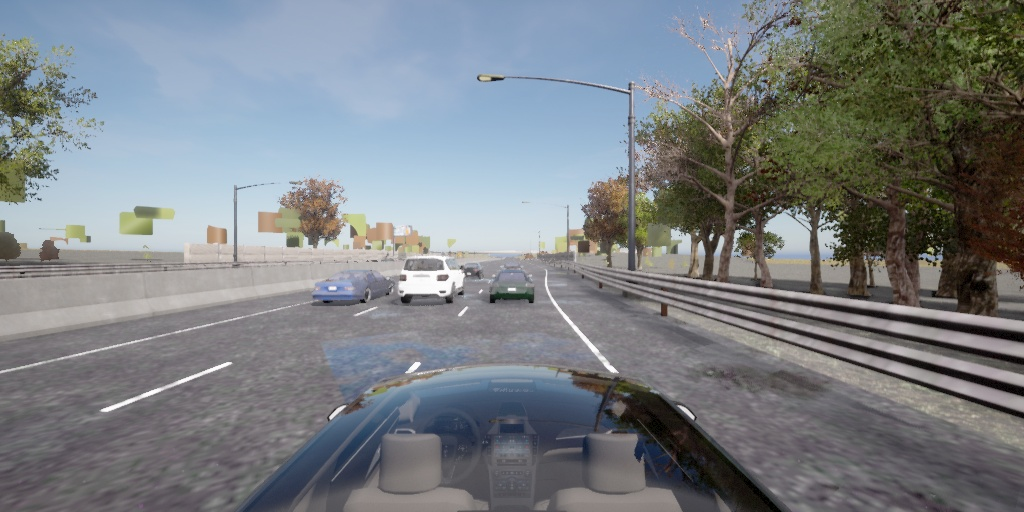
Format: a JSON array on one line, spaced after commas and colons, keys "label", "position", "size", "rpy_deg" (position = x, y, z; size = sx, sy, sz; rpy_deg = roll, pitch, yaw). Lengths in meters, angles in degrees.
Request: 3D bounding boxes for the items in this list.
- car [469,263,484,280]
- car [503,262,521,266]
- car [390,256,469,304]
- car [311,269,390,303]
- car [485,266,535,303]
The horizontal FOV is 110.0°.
[{"label": "car", "position": [-3.500, 1.292, 31.501], "size": [1.812, 1.442, 4.674], "rpy_deg": [0, 0, 0]}, {"label": "car", "position": [0.000, 1.254, 31.501], "size": [2.128, 1.511, 4.902], "rpy_deg": [0, 0, 0]}, {"label": "car", "position": [-3.500, 1.008, 16.531], "size": [2.150, 2.045, 5.566], "rpy_deg": [0, 0, 0]}, {"label": "car", "position": [-7.000, 1.313, 16.501], "size": [2.033, 1.411, 5.357], "rpy_deg": [0, 0, 0]}, {"label": "car", "position": [0.000, 1.322, 16.501], "size": [1.994, 1.385, 4.181], "rpy_deg": [0, 0, 0]}]
